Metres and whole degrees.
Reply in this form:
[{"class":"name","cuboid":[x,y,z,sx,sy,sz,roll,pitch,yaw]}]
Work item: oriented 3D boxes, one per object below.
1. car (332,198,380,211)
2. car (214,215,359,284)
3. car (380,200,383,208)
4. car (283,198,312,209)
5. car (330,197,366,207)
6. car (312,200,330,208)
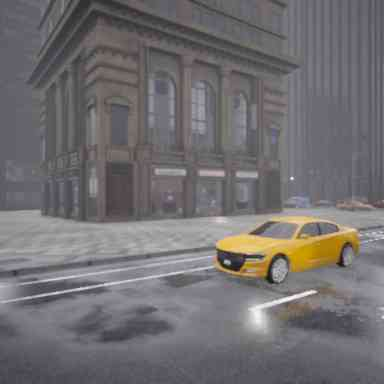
[{"class":"car","cuboid":[21.766,1.858,44.383,1.752,1.417,4.829,-1,0,-35]},{"class":"car","cuboid":[2.912,1.482,9.755,5.008,1.535,1.882,0,0,-35]},{"class":"car","cuboid":[28.628,1.846,49.449,1.887,1.381,4.507,-1,0,-35]},{"class":"car","cuboid":[16.012,2.019,52.489,2.008,1.369,4.403,-1,0,-35]},{"class":"car","cuboid":[25.682,1.686,53.601,2.192,1.841,5.009,-1,0,-35]},{"class":"car","cuboid":[22.748,2.022,57.752,1.802,1.307,4.206,-1,0,-35]}]
